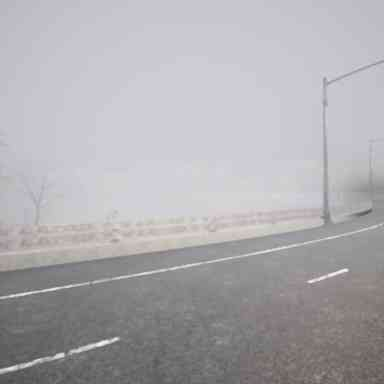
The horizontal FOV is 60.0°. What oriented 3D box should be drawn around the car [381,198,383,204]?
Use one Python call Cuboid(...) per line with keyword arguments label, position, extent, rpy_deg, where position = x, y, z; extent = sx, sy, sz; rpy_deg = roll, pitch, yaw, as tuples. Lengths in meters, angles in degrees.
Cuboid(label="car", position=(35.911, 1.505, 60.581), extent=(1.994, 1.385, 4.181), rpy_deg=(0, 0, 15))
